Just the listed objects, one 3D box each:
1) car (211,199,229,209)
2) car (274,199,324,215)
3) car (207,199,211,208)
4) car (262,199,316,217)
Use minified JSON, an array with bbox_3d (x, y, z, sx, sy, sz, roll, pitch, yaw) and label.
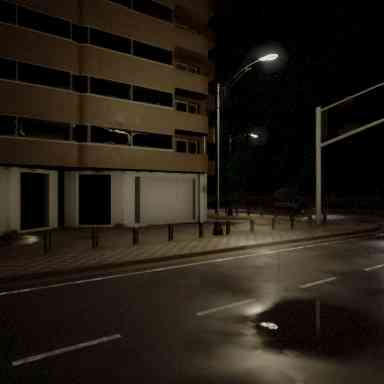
[{"bbox_3d":[3.182,1.656,46.162,1.895,1.301,4.718,0,0,-36],"label":"car"},{"bbox_3d":[11.161,1.561,35.108,1.837,1.490,4.892,0,0,-36],"label":"car"},{"bbox_3d":[-0.390,1.278,45.137,2.150,2.045,5.566,0,0,-36],"label":"car"},{"bbox_3d":[9.080,1.603,32.014,2.033,1.411,5.357,0,0,-36],"label":"car"}]
